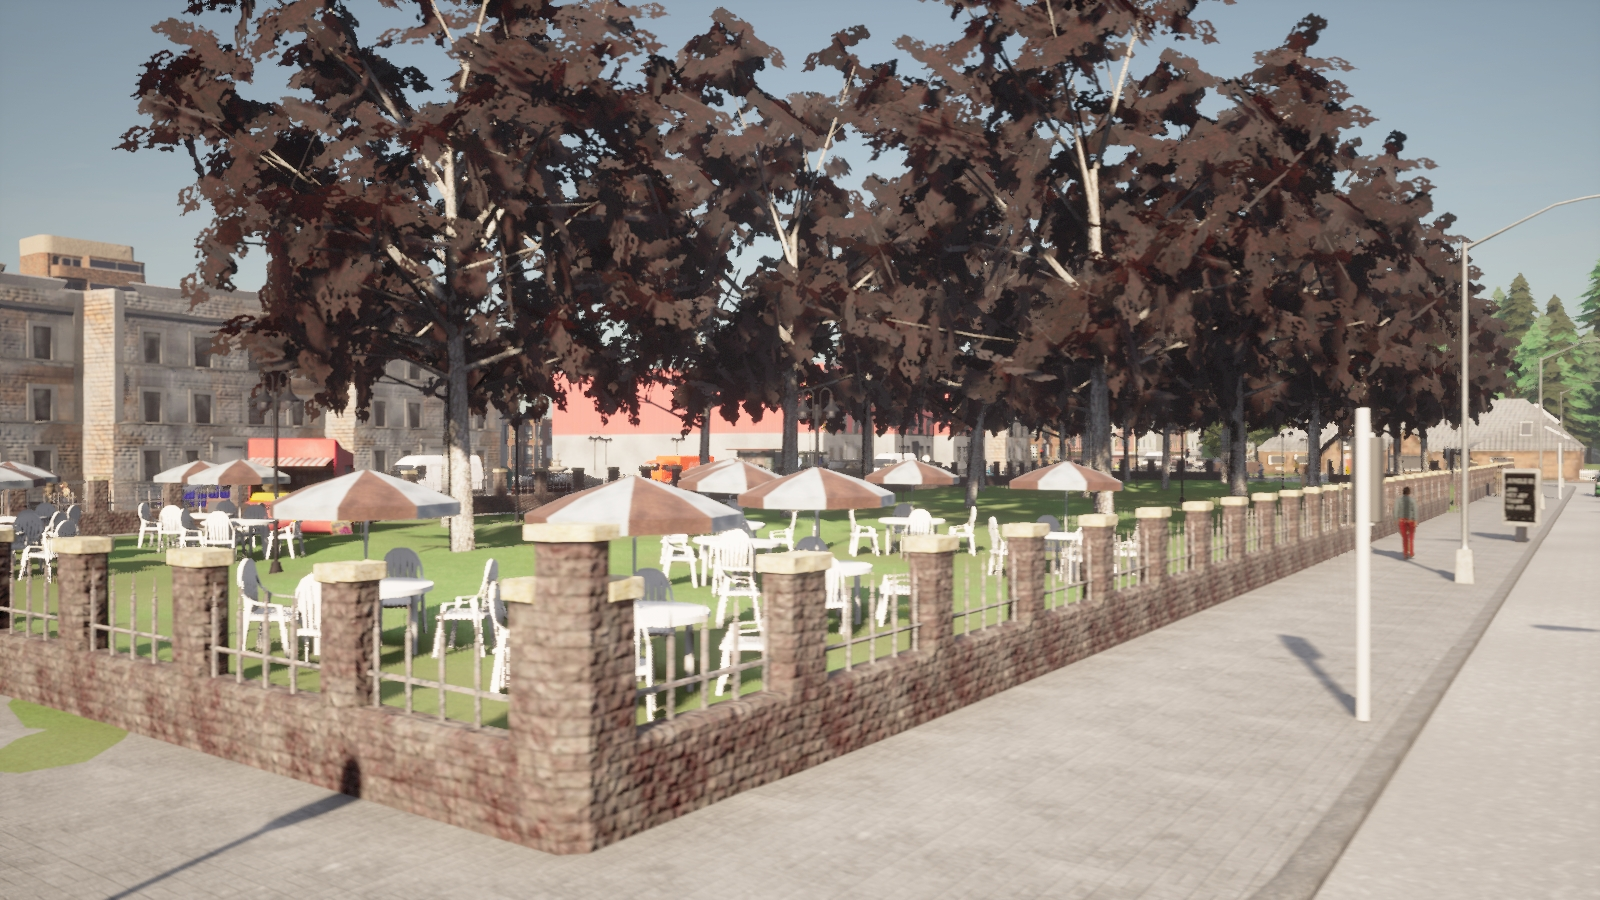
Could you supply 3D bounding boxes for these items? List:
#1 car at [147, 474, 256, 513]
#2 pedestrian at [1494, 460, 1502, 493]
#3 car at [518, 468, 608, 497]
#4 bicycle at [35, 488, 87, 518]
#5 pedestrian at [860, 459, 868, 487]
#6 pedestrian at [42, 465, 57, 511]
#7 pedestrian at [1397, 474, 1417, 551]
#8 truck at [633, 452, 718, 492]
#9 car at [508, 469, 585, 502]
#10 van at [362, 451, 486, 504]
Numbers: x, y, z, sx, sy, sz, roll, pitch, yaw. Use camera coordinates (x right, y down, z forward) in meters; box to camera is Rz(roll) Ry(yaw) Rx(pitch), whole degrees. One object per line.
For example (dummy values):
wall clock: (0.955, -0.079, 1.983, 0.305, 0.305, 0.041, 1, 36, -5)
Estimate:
car: (-25.405, 1.824, 48.578, 1.845, 1.501, 3.633, 0, 0, 35)
pedestrian: (39.962, 1.525, 65.400, 0.375, 1.860, 0.375, 0, 0, 35)
car: (-13.543, 1.820, 65.583, 2.097, 1.535, 5.006, 0, 0, 35)
bicycle: (-28.530, 2.042, 44.117, 0.859, 1.080, 1.487, 0, 0, 35)
pedestrian: (4.226, 1.528, 75.610, 0.375, 1.860, 0.375, 0, 0, 35)
pedestrian: (-30.457, 1.529, 46.364, 0.375, 1.860, 0.375, 0, 0, 31)
pedestrian: (14.833, 1.525, 27.919, 0.375, 1.860, 0.375, 0, 0, 37)
truck: (-7.973, 1.352, 73.544, 2.627, 2.467, 5.204, 0, 0, 35)
car: (-13.099, 1.811, 59.187, 1.789, 1.549, 3.705, 0, 0, 35)
van: (-18.941, 1.321, 57.854, 1.988, 2.561, 5.915, 0, 0, 35)
